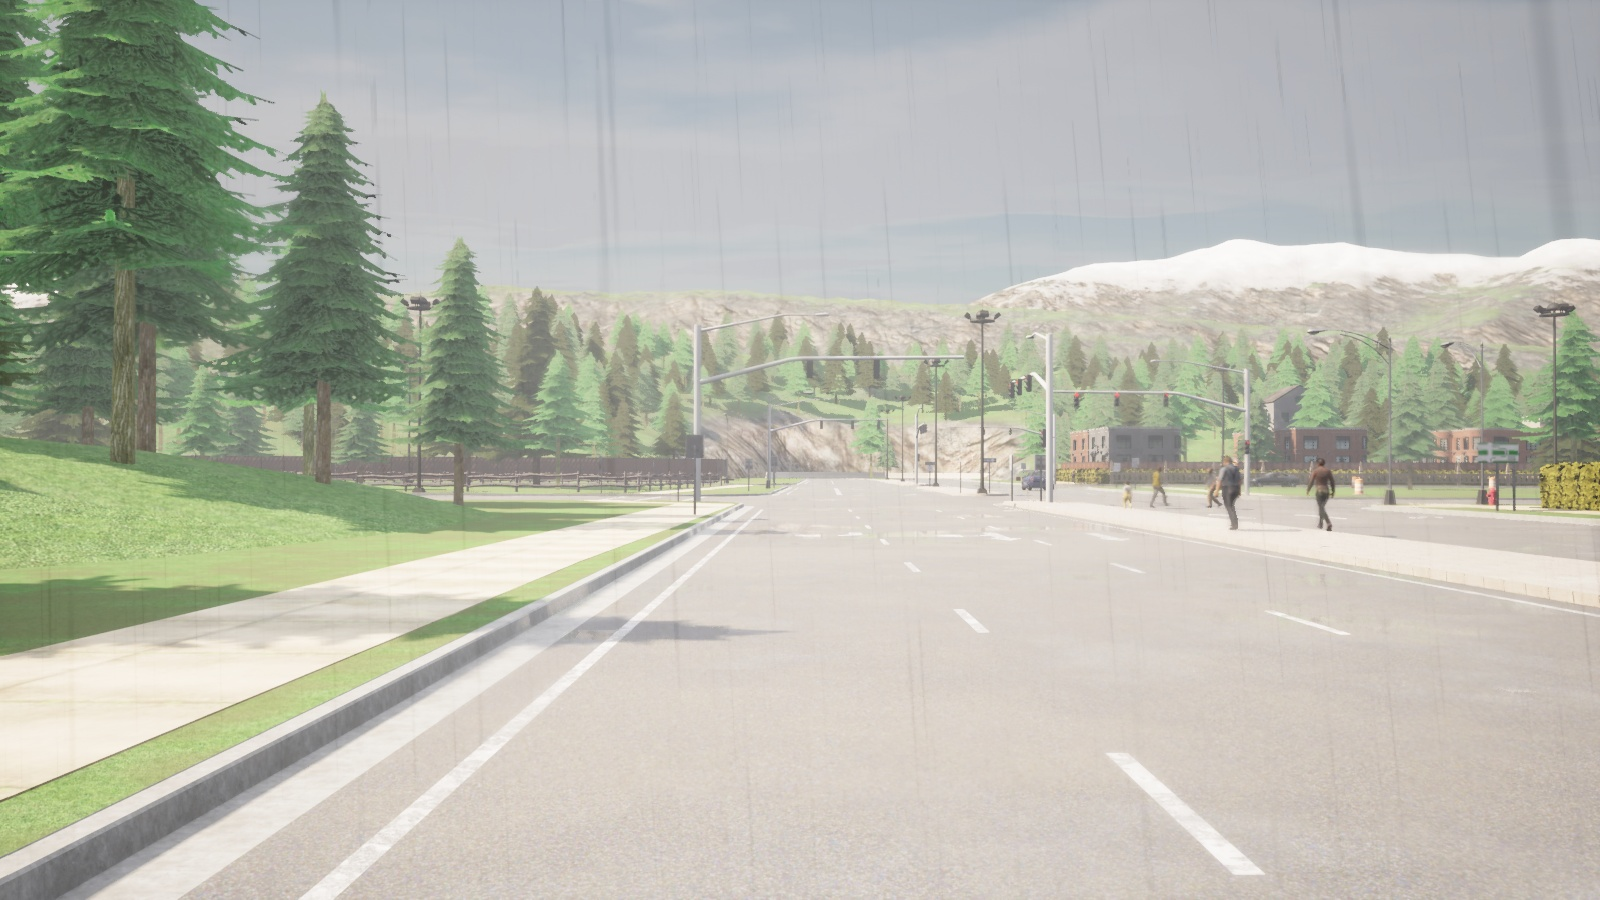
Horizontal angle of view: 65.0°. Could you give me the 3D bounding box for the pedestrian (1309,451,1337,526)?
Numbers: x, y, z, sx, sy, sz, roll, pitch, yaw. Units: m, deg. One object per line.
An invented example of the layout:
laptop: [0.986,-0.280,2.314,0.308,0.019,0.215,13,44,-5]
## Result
pedestrian: [12.761,0.932,30.642,0.328,1.805,0.869,0,-1,1]

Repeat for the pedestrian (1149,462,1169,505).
pedestrian: [15.358,1.437,53.705,0.726,1.835,0.370,0,-1,-13]

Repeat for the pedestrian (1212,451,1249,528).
pedestrian: [10.469,0.943,30.546,0.540,1.848,0.694,0,-1,-16]

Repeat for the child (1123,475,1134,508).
child: [12.792,1.618,48.954,0.270,1.263,0.437,0,-1,-5]

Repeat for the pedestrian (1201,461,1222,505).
pedestrian: [17.430,1.410,53.217,0.694,1.848,0.540,0,-1,1]
